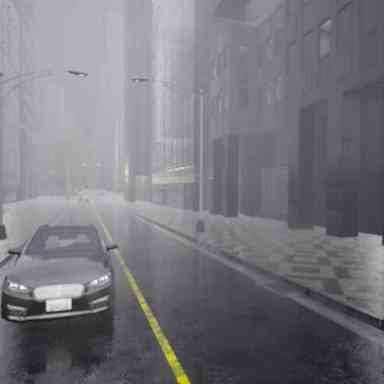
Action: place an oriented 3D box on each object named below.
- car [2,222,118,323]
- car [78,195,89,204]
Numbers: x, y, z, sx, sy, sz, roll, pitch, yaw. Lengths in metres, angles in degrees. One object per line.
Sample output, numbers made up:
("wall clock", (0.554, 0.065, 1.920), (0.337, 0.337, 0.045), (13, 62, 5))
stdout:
("car", (-2.810, 1.484, 7.494), (2.128, 1.511, 4.902), (0, 0, -18))
("car", (-19.760, 1.370, 60.554), (2.128, 1.511, 4.902), (0, 0, -18))
